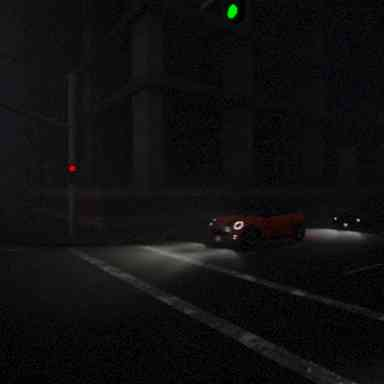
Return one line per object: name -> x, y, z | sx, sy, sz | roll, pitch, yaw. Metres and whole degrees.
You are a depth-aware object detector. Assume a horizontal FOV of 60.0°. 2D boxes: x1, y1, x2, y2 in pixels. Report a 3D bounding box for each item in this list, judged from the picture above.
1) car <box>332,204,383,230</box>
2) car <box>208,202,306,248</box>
car -> 10.684, 1.408, 19.942 | 5.357, 1.411, 2.033 | 0, 0, -35
car -> 2.883, 1.268, 14.520 | 4.553, 1.767, 2.097 | 0, 0, -35
